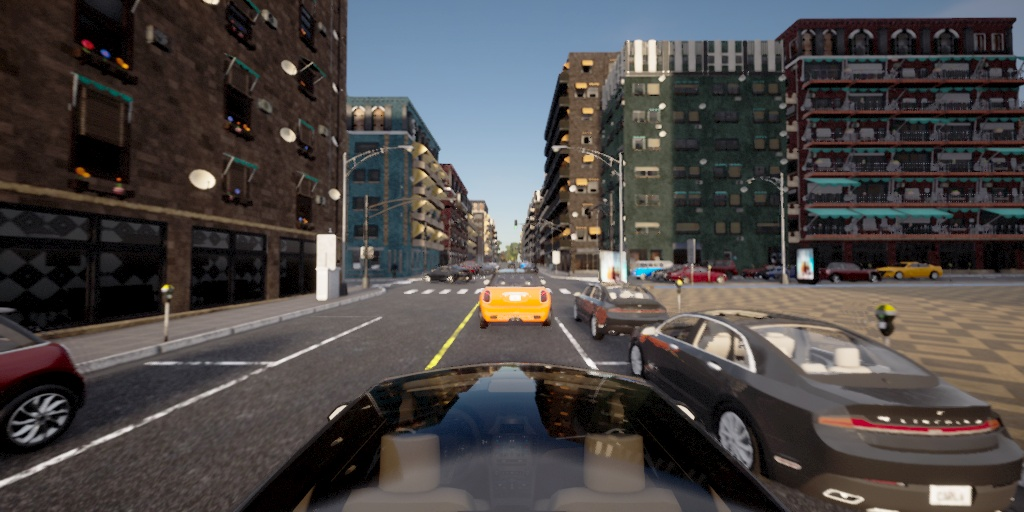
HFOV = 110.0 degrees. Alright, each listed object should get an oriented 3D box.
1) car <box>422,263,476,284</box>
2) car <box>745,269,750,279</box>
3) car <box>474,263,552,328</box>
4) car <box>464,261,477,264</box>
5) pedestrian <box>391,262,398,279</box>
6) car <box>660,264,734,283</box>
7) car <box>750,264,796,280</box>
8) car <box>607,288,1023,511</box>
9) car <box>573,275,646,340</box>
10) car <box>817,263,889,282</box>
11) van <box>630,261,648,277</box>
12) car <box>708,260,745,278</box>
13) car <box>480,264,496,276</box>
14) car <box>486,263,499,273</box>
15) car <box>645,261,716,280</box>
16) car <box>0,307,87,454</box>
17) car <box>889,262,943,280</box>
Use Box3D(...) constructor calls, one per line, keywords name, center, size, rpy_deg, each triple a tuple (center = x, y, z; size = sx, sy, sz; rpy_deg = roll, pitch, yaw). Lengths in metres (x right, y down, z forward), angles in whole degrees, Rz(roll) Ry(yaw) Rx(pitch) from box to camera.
Box3D(name="car", center=(-5.583, 1.606, 30.606), size=(4.892, 1.490, 1.837), rpy_deg=(-2, -4, 37))
Box3D(name="car", center=(24.804, 1.528, 35.000), size=(4.507, 1.381, 1.888), rpy_deg=(0, 0, 0))
Box3D(name="car", center=(0.093, 1.217, 12.050), size=(2.097, 1.767, 4.553), rpy_deg=(0, -1, 0))
Box3D(name="car", center=(-5.720, 1.591, 48.283), size=(2.192, 1.841, 5.009), rpy_deg=(0, 0, 0))
Box3D(name="pedestrian", center=(-12.553, 1.495, 38.214), size=(0.375, 1.860, 0.375), rpy_deg=(0, -1, 0))
Box3D(name="car", center=(13.692, 1.434, 26.693), size=(4.207, 1.307, 1.802), rpy_deg=(0, 0, 0))
Box3D(name="car", center=(25.131, 1.461, 32.427), size=(5.357, 1.411, 2.033), rpy_deg=(0, -1, 0))
Box3D(name="car", center=(2.819, 1.332, 4.489), size=(2.007, 1.370, 4.403), rpy_deg=(0, 0, 0))
Box3D(name="car", center=(2.815, 1.394, 10.058), size=(2.007, 1.370, 4.403), rpy_deg=(0, 0, 0))
Box3D(name="car", center=(24.747, 1.206, 26.622), size=(4.097, 1.591, 1.967), rpy_deg=(0, 0, 0))
Box3D(name="van", center=(13.749, 1.409, 35.071), size=(3.998, 1.789, 1.690), rpy_deg=(0, 0, 0))
Box3D(name="car", center=(19.276, 1.340, 35.036), size=(5.009, 1.841, 2.192), rpy_deg=(0, 0, 0))
Box3D(name="car", center=(-3.132, 1.832, 47.606), size=(1.994, 1.385, 4.181), rpy_deg=(0, -1, -1))
Box3D(name="car", center=(-3.116, 1.907, 57.539), size=(1.812, 1.442, 4.674), rpy_deg=(0, -1, 0))
Box3D(name="car", center=(15.181, 1.482, 32.492), size=(4.902, 1.511, 2.128), rpy_deg=(0, -1, 0))
Box3D(name="car", center=(-5.819, 1.196, 2.248), size=(1.967, 1.591, 4.097), rpy_deg=(0, 0, 0))
Box3D(name="car", center=(35.580, 1.311, 32.351), size=(5.008, 1.535, 1.882), rpy_deg=(0, -1, 0))
